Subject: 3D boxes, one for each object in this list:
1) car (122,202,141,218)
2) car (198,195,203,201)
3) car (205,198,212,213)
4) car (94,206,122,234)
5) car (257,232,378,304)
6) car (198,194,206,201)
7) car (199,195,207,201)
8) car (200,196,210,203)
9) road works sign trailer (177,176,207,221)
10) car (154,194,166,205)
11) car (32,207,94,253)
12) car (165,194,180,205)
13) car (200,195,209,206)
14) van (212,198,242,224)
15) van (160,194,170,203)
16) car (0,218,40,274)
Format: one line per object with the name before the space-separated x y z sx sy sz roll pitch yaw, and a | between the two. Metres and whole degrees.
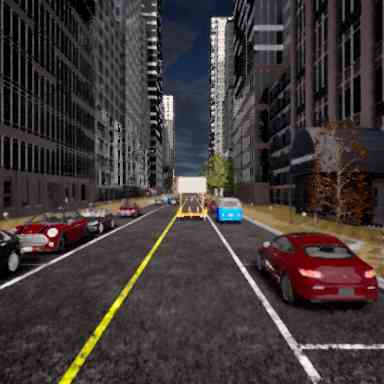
car | -5.699 1.603 30.637 1.802 1.307 4.206 0 0 0
car | 2.674 1.582 64.791 2.008 1.369 4.403 0 0 0
car | 2.681 1.606 36.328 1.802 1.307 4.206 0 0 0
car | -5.696 1.567 19.253 2.008 1.369 4.403 0 0 0
car | 2.687 1.591 7.868 1.802 1.307 4.206 0 0 0
car | 2.669 1.450 87.561 1.967 1.590 4.097 0 0 0
car | 2.671 1.456 81.869 1.967 1.590 4.097 0 0 0
car | 2.673 1.579 70.483 2.008 1.369 4.403 0 0 0
road works sign trailer | -0.007 0.484 26.963 2.380 3.560 2.880 0 0 0
car | -5.705 1.583 59.100 2.008 1.369 4.403 0 0 0
car | -5.695 1.454 13.561 1.967 1.590 4.097 0 0 0
car | -3.073 1.524 57.810 2.128 1.511 4.902 0 0 1
car | 2.677 1.613 53.406 1.802 1.307 4.206 0 0 0
van | 2.683 1.360 24.945 1.690 1.788 3.998 0 0 0
van | -5.707 1.369 70.485 1.690 1.788 3.998 0 0 0
car | -5.694 1.560 7.867 2.008 1.369 4.403 0 0 0
